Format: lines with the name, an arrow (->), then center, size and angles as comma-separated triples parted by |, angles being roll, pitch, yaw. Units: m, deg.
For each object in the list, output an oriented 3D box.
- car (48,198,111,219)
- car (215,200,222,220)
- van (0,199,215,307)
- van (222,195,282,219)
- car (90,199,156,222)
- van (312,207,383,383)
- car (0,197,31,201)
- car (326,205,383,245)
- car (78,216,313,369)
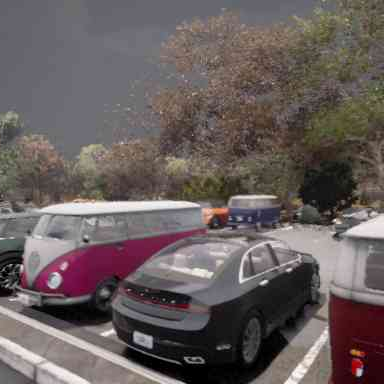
car -> -9.813, 1.392, 29.483 | 2.097, 1.535, 5.008 | 0, 0, 36
car -> 1.511, 1.285, 21.381 | 2.185, 1.767, 4.553 | 0, 0, 35
van -> -1.523, 1.211, 7.383 | 1.878, 1.987, 4.442 | 0, 0, 35
van -> 3.862, 1.196, 19.888 | 1.878, 1.987, 4.442 | 0, 0, 35
car -> -5.273, 1.389, 26.258 | 2.097, 1.535, 5.008 | 0, 0, 36
van -> 3.182, 1.242, 4.325 | 1.878, 1.987, 4.442 | 0, 0, 35
car -> -6.007, 1.159, 10.750 | 2.435, 2.045, 5.566 | 0, 0, 35
car -> 8.334, 1.493, 16.564 | 2.002, 1.452, 4.674 | 0, 0, 35
car -> 0.825, 1.454, 5.849 | 2.231, 1.521, 4.892 | 0, 0, 35
